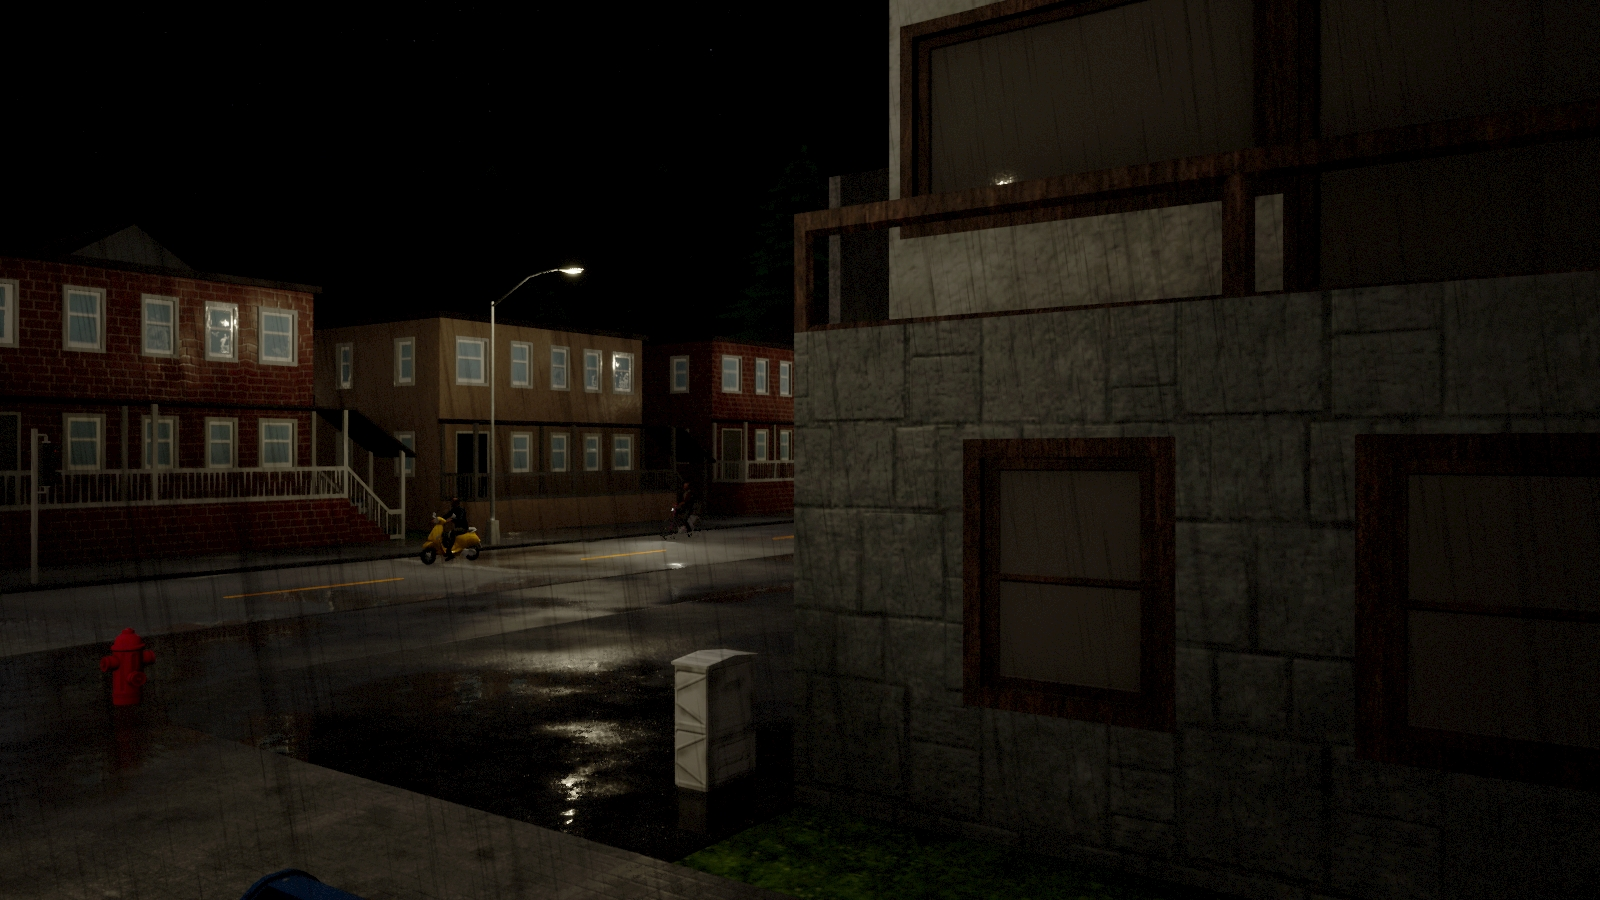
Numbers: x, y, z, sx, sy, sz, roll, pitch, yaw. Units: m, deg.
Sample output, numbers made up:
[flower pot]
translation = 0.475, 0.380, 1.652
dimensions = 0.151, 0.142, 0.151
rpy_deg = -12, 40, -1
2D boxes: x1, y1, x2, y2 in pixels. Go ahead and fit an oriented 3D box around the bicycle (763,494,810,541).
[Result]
[bicycle]
translation = -0.377, 1.932, 33.087
dimensions = 0.329, 1.271, 1.835
rpy_deg = 0, 0, 35
